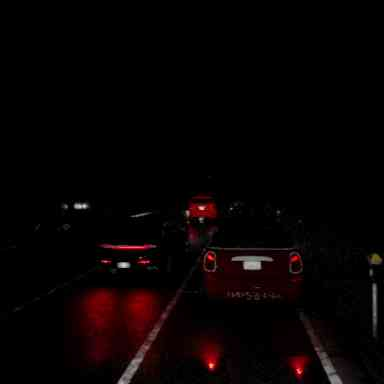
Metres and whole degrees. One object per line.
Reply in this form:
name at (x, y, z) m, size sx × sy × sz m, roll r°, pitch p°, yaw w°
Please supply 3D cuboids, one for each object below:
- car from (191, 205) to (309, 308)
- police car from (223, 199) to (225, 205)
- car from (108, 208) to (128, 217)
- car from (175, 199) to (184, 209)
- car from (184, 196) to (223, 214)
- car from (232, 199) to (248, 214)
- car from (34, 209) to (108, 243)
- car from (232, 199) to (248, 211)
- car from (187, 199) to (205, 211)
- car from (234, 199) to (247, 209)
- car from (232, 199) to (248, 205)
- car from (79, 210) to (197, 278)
car at (1.413, 1.375, 8.227) m, size 2.097 × 1.767 × 4.553 m, roll -1°, pitch 0°, yaw 8°
police car at (3.278, 1.587, 42.765) m, size 1.930 × 1.638 × 5.238 m, roll -1°, pitch 0°, yaw 8°
car at (-5.394, 1.777, 22.495) m, size 1.802 × 1.307 × 4.206 m, roll -2°, pitch 0°, yaw 8°
car at (-1.386, 1.809, 50.135) m, size 1.887 × 1.381 × 4.507 m, roll -1°, pitch 0°, yaw 8°
car at (1.079, 1.338, 26.873) m, size 2.150 × 2.045 × 5.566 m, roll -1°, pitch -1°, yaw 8°
car at (5.488, 1.633, 38.022) m, size 1.752 × 1.417 × 4.829 m, roll -2°, pitch 0°, yaw 8°
car at (-6.199, 1.619, 16.968) m, size 1.967 × 1.590 × 4.097 m, roll -2°, pitch 0°, yaw 8°
car at (6.268, 1.687, 43.382) m, size 1.947 × 1.339 × 4.313 m, roll -2°, pitch 0°, yaw 8°
car at (0.659, 1.722, 45.727) m, size 1.837 × 1.490 × 4.892 m, roll -1°, pitch -1°, yaw 9°
car at (7.071, 1.716, 48.910) m, size 1.802 × 1.307 × 4.206 m, roll -2°, pitch 0°, yaw 8°
car at (4.661, 1.645, 32.326) m, size 2.008 × 1.369 × 4.403 m, roll -2°, pitch 0°, yaw 8°
car at (-1.304, 1.565, 10.458) m, size 2.128 × 1.511 × 4.902 m, roll -1°, pitch 0°, yaw 8°
